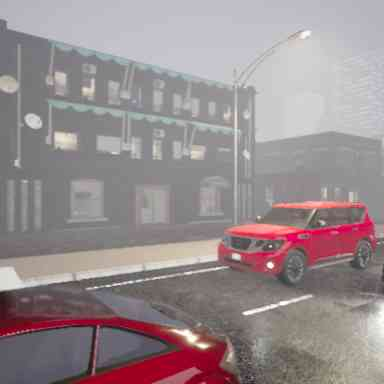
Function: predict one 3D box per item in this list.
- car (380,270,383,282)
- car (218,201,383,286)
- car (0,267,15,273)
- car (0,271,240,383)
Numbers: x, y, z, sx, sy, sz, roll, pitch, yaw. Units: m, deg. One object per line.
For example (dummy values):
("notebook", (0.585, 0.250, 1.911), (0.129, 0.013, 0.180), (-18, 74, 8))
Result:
("car", (6.588, 1.686, 8.354), (4.181, 1.385, 1.994), (1, 0, -35))
("car", (3.382, 1.324, 10.067), (5.566, 2.045, 2.150), (1, 0, -35))
("car", (-4.802, 1.583, 4.289), (4.718, 1.301, 1.895), (1, 0, -34))
("car", (-1.579, 1.565, 2.549), (4.181, 1.385, 1.994), (1, -1, -35))
